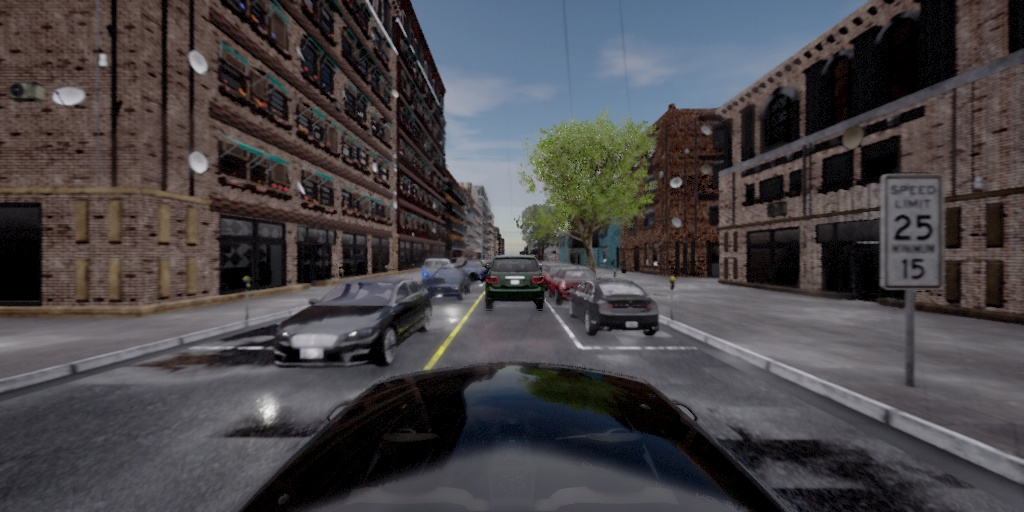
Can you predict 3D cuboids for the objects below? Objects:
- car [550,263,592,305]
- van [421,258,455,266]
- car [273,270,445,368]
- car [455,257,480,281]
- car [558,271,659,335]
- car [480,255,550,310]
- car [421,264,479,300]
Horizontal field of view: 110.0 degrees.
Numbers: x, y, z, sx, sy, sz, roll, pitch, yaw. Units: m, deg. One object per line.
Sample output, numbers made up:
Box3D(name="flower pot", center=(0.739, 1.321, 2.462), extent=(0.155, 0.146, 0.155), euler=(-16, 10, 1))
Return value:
Box3D(name="car", center=(2.692, 1.193, 15.933), extent=(1.967, 1.591, 4.097), euler=(0, 0, 0))
Box3D(name="van", center=(-5.688, 1.098, 27.329), extent=(1.690, 1.789, 3.998), euler=(0, 0, 0))
Box3D(name="car", center=(-3.088, 1.243, 7.991), extent=(2.128, 1.511, 4.902), euler=(0, 0, 0))
Box3D(name="car", center=(-3.065, 1.110, 28.130), extent=(2.097, 1.767, 4.553), euler=(0, 0, 0))
Box3D(name="car", center=(2.691, 1.302, 10.236), extent=(2.007, 1.370, 4.403), euler=(0, 0, 0))
Box3D(name="car", center=(0.101, 0.974, 14.806), extent=(2.150, 2.045, 5.566), euler=(0, 0, 0))
Box3D(name="car", center=(-3.076, 1.301, 17.885), extent=(2.033, 1.411, 5.357), euler=(0, 0, 0))
